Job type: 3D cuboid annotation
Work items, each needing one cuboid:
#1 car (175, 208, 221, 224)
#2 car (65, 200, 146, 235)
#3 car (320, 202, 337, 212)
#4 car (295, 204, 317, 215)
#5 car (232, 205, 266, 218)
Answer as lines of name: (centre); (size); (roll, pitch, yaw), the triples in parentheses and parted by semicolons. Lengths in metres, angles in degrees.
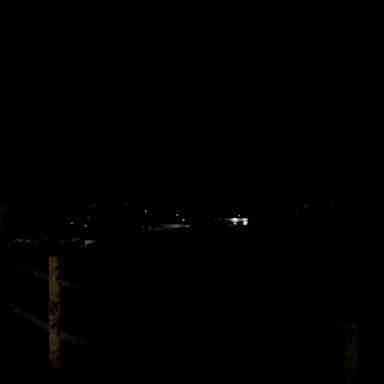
car: (0.585, 2.069, 29.574); (1.895, 1.301, 4.718); (-1, -1, 36)
car: (-5.322, 1.521, 21.469); (2.150, 2.045, 5.566); (-1, -1, 36)
car: (22.414, 2.349, 54.542); (2.097, 1.767, 4.553); (-1, -1, 37)
car: (15.388, 2.320, 44.901); (1.812, 1.442, 4.674); (-1, -2, 36)
car: (6.649, 2.188, 37.876); (2.033, 1.411, 5.357); (-1, -1, 37)
